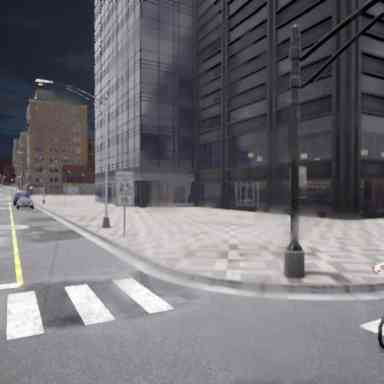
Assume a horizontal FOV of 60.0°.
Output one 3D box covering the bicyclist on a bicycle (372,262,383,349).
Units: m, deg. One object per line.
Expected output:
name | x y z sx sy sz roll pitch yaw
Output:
bicyclist on a bicycle | 3.197 1.403 4.874 1.509 1.612 0.866 0 1 -28

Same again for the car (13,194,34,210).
car | -20.194 1.349 40.260 2.033 1.411 5.357 0 0 -29

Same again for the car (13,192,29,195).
car | -25.242 0.941 49.355 2.150 2.045 5.566 0 1 -29
